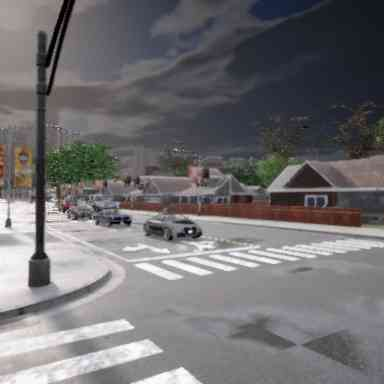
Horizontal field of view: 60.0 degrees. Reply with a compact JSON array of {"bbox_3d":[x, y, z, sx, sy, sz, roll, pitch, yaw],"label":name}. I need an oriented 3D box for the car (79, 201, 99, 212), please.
[{"bbox_3d":[-17.670,2.373,56.688,2.097,1.767,4.553,1,-1,-33],"label":"car"}]

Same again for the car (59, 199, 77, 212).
[{"bbox_3d":[-20.431,2.206,54.975,2.150,2.045,5.566,1,-1,-33],"label":"car"}]

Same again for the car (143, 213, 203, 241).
[{"bbox_3d":[-1.161,1.916,19.029,1.994,1.385,4.181,1,-1,-33],"label":"car"}]

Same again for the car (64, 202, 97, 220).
[{"bbox_3d":[-12.123,2.157,35.987,1.837,1.490,4.892,1,-2,-33],"label":"car"}]

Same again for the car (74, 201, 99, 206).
[{"bbox_3d":[-15.061,2.370,46.736,1.812,1.442,4.674,1,-1,-33],"label":"car"}]

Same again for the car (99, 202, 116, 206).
[{"bbox_3d":[-12.484,2.237,48.686,2.097,1.767,4.553,1,-1,-33],"label":"car"}]

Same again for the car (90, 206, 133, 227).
[{"bbox_3d":[-6.541,2.100,27.339,1.895,1.301,4.718,1,-1,-33],"label":"car"}]
